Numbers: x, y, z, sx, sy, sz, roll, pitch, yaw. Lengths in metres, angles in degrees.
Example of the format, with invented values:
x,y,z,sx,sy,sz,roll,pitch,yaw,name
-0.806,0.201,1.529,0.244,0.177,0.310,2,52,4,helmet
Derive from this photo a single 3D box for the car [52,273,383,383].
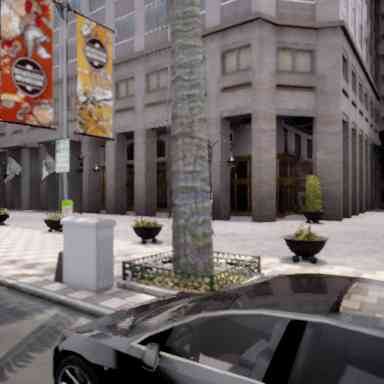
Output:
x,y,z,sx,sy,sz,roll,pitch,yaw,name
0.787,1.515,2.928,4.786,1.482,2.161,0,0,35,car
